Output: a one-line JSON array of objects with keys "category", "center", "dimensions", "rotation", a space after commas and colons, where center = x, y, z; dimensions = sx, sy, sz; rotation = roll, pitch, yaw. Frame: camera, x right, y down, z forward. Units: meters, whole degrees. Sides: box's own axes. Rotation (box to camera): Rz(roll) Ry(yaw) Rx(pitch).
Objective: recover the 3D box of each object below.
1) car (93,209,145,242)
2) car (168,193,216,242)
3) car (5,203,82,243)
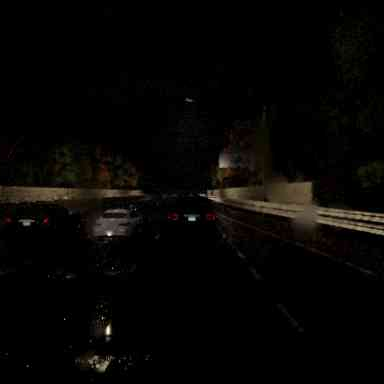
[{"category": "car", "center": [-3.499, 1.536, 16.399], "dimensions": [1.812, 1.442, 4.674], "rotation": [0, 0, 0]}, {"category": "car", "center": [0.001, 1.232, 16.627], "dimensions": [2.150, 2.045, 5.566], "rotation": [0, 0, 0]}, {"category": "car", "center": [-7.002, 1.362, 16.208], "dimensions": [2.097, 1.767, 4.553], "rotation": [0, 0, 0]}]
